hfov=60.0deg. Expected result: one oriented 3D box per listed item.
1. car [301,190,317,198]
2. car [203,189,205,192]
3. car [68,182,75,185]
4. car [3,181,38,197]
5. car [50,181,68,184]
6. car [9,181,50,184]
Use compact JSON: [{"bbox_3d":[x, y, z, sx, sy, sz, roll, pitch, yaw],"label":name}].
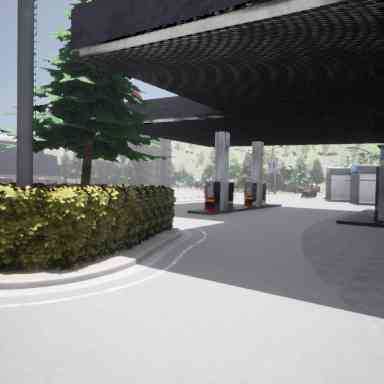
[{"bbox_3d":[21.405,0.364,60.584,1.837,1.490,4.892,3,2,35],"label":"car"},{"bbox_3d":[4.716,-0.320,65.620,5.027,1.636,2.152,2,2,35],"label":"car"},{"bbox_3d":[-25.616,-1.287,68.011,4.605,1.855,1.932,2,2,35],"label":"car"},{"bbox_3d":[-21.876,-0.468,42.380,4.605,1.855,1.932,2,2,35],"label":"car"},{"bbox_3d":[-26.947,-1.261,65.396,3.866,1.878,1.905,2,2,35],"label":"car"},{"bbox_3d":[-17.326,-0.181,35.174,3.866,1.878,1.905,2,2,35],"label":"car"}]
